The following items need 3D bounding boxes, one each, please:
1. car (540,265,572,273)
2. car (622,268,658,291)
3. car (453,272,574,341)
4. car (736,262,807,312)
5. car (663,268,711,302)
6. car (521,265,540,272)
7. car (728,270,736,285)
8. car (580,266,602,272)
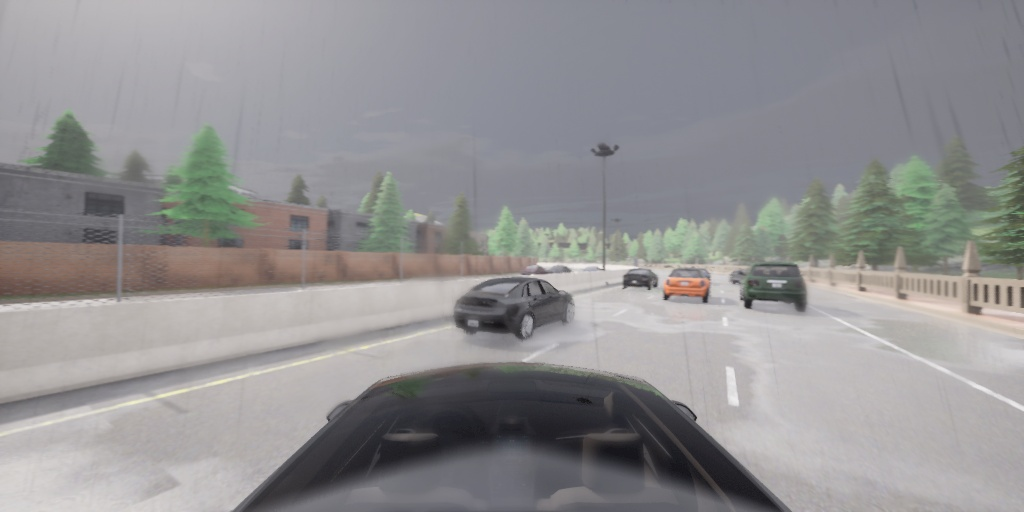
[{"bbox_3d":[5.329,1.812,40.864,1.837,1.490,4.892,0,-1,28],"label":"car"},{"bbox_3d":[9.579,1.656,26.571,1.882,1.535,5.008,0,-1,30],"label":"car"},{"bbox_3d":[0.303,1.368,10.480,1.837,1.490,4.892,0,-1,30],"label":"car"},{"bbox_3d":[11.993,1.308,16.739,2.150,2.045,5.566,0,-1,30],"label":"car"},{"bbox_3d":[9.725,1.448,19.817,2.097,1.767,4.553,0,-1,30],"label":"car"},{"bbox_3d":[2.651,1.828,43.248,1.812,1.442,4.674,0,-1,28],"label":"car"},{"bbox_3d":[21.376,1.955,33.389,2.033,1.411,5.357,0,-1,27],"label":"car"},{"bbox_3d":[8.898,1.865,40.104,1.812,1.442,4.674,0,-1,28],"label":"car"}]
